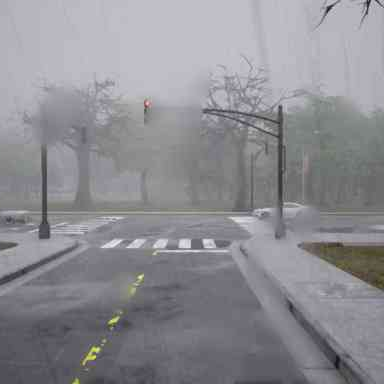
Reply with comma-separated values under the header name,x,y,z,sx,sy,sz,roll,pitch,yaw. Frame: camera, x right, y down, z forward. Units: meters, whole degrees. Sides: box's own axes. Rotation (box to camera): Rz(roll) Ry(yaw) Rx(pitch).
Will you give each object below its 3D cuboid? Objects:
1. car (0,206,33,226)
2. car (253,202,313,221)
name,x,y,z,sx,sy,sz,roll,pitch,yaw
car,-13.643,1.589,22.932,4.718,1.301,1.895,0,0,0
car,7.176,1.535,26.356,4.674,1.442,1.812,0,0,0
